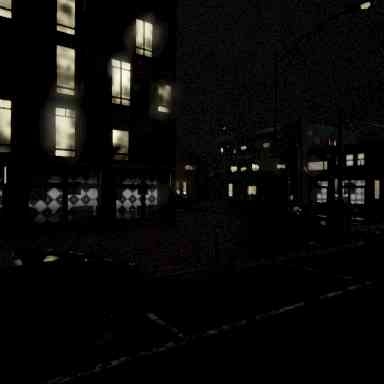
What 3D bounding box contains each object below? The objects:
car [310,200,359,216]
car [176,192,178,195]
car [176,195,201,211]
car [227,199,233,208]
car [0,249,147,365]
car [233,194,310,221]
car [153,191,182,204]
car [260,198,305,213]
[{"bbox_3d":[12.515,1.371,29.752,1.887,1.381,4.507,1,0,-36],"label":"car"},{"bbox_3d":[-0.643,1.101,47.613,2.008,1.369,4.403,1,0,-36],"label":"car"},{"bbox_3d":[-0.812,1.231,33.712,1.802,1.307,4.206,1,0,-36],"label":"car"},{"bbox_3d":[5.937,1.130,38.683,1.967,1.590,4.097,1,0,-36],"label":"car"},{"bbox_3d":[-2.722,1.566,4.613,4.313,1.339,1.947,0,0,-36],"label":"car"},{"bbox_3d":[5.774,1.101,24.781,2.192,1.841,5.009,1,0,-36],"label":"car"},{"bbox_3d":[-3.927,0.793,52.077,2.192,1.841,5.009,1,0,-36],"label":"car"},{"bbox_3d":[9.225,1.340,34.216,1.802,1.307,4.206,1,0,-36],"label":"car"}]
